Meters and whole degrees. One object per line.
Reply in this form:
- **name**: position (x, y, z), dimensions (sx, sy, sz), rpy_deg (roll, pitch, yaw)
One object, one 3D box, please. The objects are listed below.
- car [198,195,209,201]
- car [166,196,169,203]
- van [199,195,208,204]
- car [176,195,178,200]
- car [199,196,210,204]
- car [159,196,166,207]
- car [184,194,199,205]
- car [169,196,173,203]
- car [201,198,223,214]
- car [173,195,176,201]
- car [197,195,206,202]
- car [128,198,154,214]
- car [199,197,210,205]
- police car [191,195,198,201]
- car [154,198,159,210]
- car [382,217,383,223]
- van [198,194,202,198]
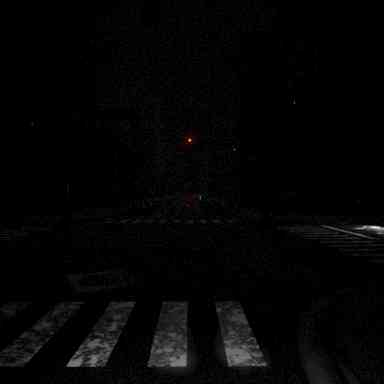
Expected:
- **car**: position (2.374, 1.637, 52.626), dimensions (1.947, 1.339, 4.313), rpy_deg (0, 0, 0)
- **car**: position (-5.642, 1.634, 58.148), dimensions (2.008, 1.369, 4.403), rpy_deg (0, 0, 0)
- **van**: position (2.400, 1.453, 69.158), dimensions (1.690, 1.788, 3.998), rpy_deg (0, 0, 0)
- **car**: position (-5.590, 1.721, 91.213), dimensions (1.887, 1.381, 4.507), rpy_deg (0, 0, 0)
- **car**: position (2.365, 1.641, 47.115), dimensions (1.802, 1.307, 4.206), rpy_deg (0, 0, 0)
- **car**: position (-5.651, 1.653, 52.638), dimensions (1.802, 1.307, 4.206), rpy_deg (0, 0, 0)
- **car**: position (-0.147, 1.574, 63.347), dimensions (1.882, 1.535, 5.008), rpy_deg (0, 0, 0)
- **car**: position (-5.625, 1.552, 69.170), dimensions (1.967, 1.590, 4.097), rpy_deg (0, 0, 0)
- **car**: position (2.348, 1.606, 36.092), dimensions (1.947, 1.339, 4.313), rpy_deg (0, 0, 0)
- **car**: position (-5.608, 1.694, 80.191), dimensions (2.008, 1.369, 4.403), rpy_deg (0, 0, 0)
- **car**: position (2.426, 1.600, 85.690), dimensions (1.967, 1.590, 4.097), rpy_deg (0, 0, 0)
- **car**: position (-5.677, 1.480, 36.106), dimensions (1.967, 1.590, 4.097), rpy_deg (0, 0, 0)
- **car**: position (2.391, 1.647, 63.647), dimensions (2.008, 1.369, 4.403), rpy_deg (0, 0, 0)
- **police car**: position (0.621, 1.599, 90.173), dimensions (1.930, 1.638, 5.238), rpy_deg (0, 0, 0)
- **car**: position (-5.668, 1.490, 41.617), dimensions (1.967, 1.590, 4.097), rpy_deg (0, 0, 0)
- **car**: position (14.199, 1.511, 20.610), dimensions (4.181, 1.385, 1.994), rpy_deg (0, 0, 0)
- **van**: position (2.382, 1.424, 58.136), dimensions (1.690, 1.788, 3.998), rpy_deg (0, 0, 0)
